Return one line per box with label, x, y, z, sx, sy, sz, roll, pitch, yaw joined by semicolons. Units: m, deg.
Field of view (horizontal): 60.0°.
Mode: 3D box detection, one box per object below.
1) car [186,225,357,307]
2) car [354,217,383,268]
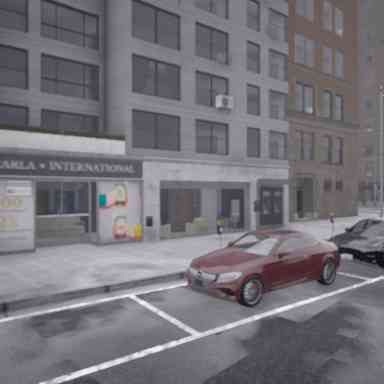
car;1.840;1.562;7.843;4.206;1.307;1.802;0;0;-35
car;6.338;1.527;11.051;4.313;1.339;1.947;0;0;-35
